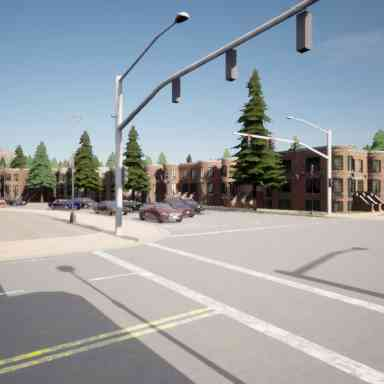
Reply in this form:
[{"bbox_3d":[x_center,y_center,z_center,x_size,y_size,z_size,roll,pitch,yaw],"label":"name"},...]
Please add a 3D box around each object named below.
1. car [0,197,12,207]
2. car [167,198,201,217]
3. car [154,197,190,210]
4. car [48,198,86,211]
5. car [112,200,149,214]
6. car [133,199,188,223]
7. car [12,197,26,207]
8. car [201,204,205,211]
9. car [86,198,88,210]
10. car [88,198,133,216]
[{"bbox_3d":[-28.801,1.353,47.661,4.553,1.767,2.097,0,0,16],"label":"car"},{"bbox_3d":[-1.529,1.564,30.097,1.994,1.385,4.181,0,0,-37],"label":"car"},{"bbox_3d":[-2.668,1.477,43.148,1.882,1.535,5.008,0,0,-42],"label":"car"},{"bbox_3d":[-15.478,1.601,40.539,4.718,1.301,1.895,0,0,37],"label":"car"},{"bbox_3d":[-6.883,1.601,37.031,1.895,1.301,4.718,0,0,-41],"label":"car"},{"bbox_3d":[-2.520,1.526,25.579,1.812,1.442,4.674,0,0,-35],"label":"car"},{"bbox_3d":[-27.796,1.515,51.014,4.902,1.511,2.128,0,0,16],"label":"car"},{"bbox_3d":[-0.817,1.547,35.483,2.033,1.411,5.357,0,0,-37],"label":"car"},{"bbox_3d":[-14.230,1.491,43.867,4.902,1.511,2.128,0,0,36],"label":"car"},{"bbox_3d":[-8.191,1.547,33.265,2.033,1.411,5.357,0,0,-38],"label":"car"}]
